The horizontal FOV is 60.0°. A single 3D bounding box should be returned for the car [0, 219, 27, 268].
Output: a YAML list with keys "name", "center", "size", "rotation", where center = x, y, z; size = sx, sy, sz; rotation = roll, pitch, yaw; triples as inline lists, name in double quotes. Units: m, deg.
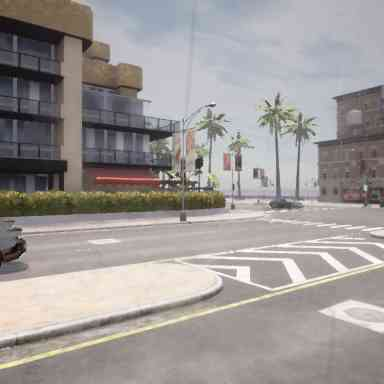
- name: "car"
  center: [-7.086, 1.492, 8.770]
  size: [4.902, 1.511, 2.128]
  rotation: [0, 0, -36]

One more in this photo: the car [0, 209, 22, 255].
- name: "car"
  center: [-8.898, 1.492, 11.773]
  size: [4.902, 1.511, 2.128]
  rotation: [0, 0, -35]

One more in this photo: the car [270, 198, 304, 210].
- name: "car"
  center: [12.031, 1.525, 42.536]
  size: [1.812, 1.442, 4.674]
  rotation: [0, 0, -34]
